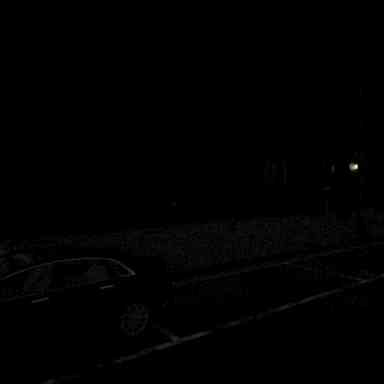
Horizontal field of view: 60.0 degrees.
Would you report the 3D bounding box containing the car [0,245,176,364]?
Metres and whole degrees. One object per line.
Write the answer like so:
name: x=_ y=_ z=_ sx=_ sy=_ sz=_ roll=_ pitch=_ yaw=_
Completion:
car: x=-2.329 y=1.544 z=4.869 sx=4.403 sy=1.369 sz=2.008 roll=-1 pitch=0 yaw=-35
